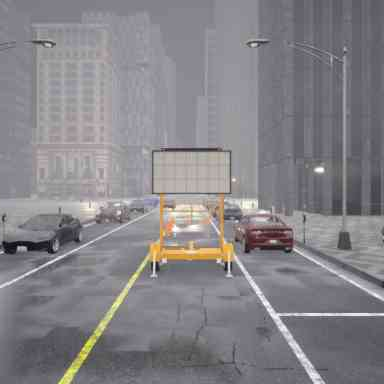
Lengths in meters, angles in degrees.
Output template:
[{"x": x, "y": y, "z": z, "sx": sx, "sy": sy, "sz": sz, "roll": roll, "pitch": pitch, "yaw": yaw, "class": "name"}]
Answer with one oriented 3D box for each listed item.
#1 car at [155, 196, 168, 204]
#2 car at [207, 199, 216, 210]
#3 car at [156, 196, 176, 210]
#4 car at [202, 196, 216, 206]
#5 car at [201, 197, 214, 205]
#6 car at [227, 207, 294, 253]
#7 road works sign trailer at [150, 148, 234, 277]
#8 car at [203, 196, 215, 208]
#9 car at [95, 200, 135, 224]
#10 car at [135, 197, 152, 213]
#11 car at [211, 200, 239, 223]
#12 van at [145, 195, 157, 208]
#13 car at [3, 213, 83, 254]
[{"x": -5.833, "y": 1.512, "z": 64.245, "sx": 2.008, "sy": 1.369, "sz": 4.403, "roll": 0, "pitch": 0, "yaw": 0, "class": "car"}, {"x": 2.729, "y": 1.558, "z": 30.410, "sx": 1.947, "sy": 1.339, "sz": 4.313, "roll": 0, "pitch": 0, "yaw": 0, "class": "car"}, {"x": -3.044, "y": 1.531, "z": 42.370, "sx": 2.033, "sy": 1.411, "sz": 5.357, "roll": 0, "pitch": 0, "yaw": 0, "class": "car"}, {"x": 2.704, "y": 1.414, "z": 52.974, "sx": 1.967, "sy": 1.590, "sz": 4.097, "roll": 0, "pitch": 0, "yaw": 0, "class": "car"}, {"x": 2.699, "y": 1.518, "z": 58.615, "sx": 2.008, "sy": 1.369, "sz": 4.403, "roll": 0, "pitch": 0, "yaw": 0, "class": "car"}, {"x": 2.747, "y": 1.543, "z": 13.488, "sx": 1.887, "sy": 1.381, "sz": 4.507, "roll": 0, "pitch": 0, "yaw": 0, "class": "car"}, {"x": -0.010, "y": 0.463, "z": 10.221, "sx": 2.380, "sy": 3.560, "sz": 2.880, "roll": 0, "pitch": 0, "yaw": 0, "class": "road works sign trailer"}, {"x": 2.716, "y": 1.509, "z": 41.862, "sx": 1.752, "sy": 1.417, "sz": 4.829, "roll": 0, "pitch": 0, "yaw": 0, "class": "car"}, {"x": -5.791, "y": 1.435, "z": 24.758, "sx": 1.967, "sy": 1.590, "sz": 4.097, "roll": 0, "pitch": 0, "yaw": 0, "class": "car"}, {"x": -5.803, "y": 1.554, "z": 36.041, "sx": 1.947, "sy": 1.339, "sz": 4.313, "roll": 0, "pitch": 0, "yaw": 0, "class": "car"}, {"x": 2.735, "y": 1.546, "z": 24.770, "sx": 2.008, "sy": 1.369, "sz": 4.403, "roll": 0, "pitch": 0, "yaw": 0, "class": "car"}, {"x": -5.815, "y": 1.320, "z": 47.322, "sx": 1.690, "sy": 1.788, "sz": 3.998, "roll": 0, "pitch": 0, "yaw": 0, "class": "van"}, {"x": -5.779, "y": 1.564, "z": 13.476, "sx": 1.947, "sy": 1.339, "sz": 4.313, "roll": 0, "pitch": 0, "yaw": 0, "class": "car"}]
